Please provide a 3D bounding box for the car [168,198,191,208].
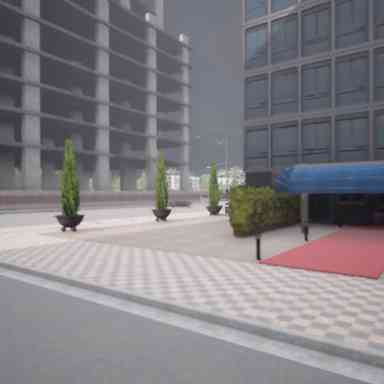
[{"bbox_3d":[-2.272,1.630,48.798,2.033,1.411,5.357,0,0,36],"label":"car"}]
